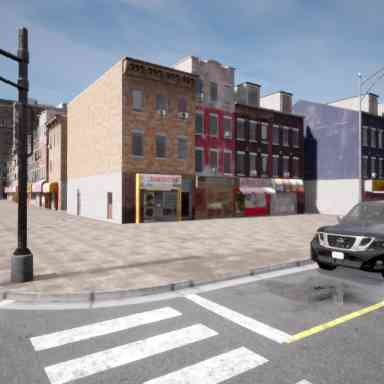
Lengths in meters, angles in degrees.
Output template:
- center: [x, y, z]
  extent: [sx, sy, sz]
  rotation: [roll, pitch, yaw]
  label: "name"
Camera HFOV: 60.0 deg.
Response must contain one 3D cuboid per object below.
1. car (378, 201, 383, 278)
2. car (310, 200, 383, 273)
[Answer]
- center: [6.361, 1.243, 6.819]
  extent: [5.566, 2.045, 2.150]
  rotation: [0, 0, -35]
  label: "car"
- center: [5.960, 1.266, 10.022]
  extent: [5.566, 2.045, 2.150]
  rotation: [0, -1, -35]
  label: "car"
